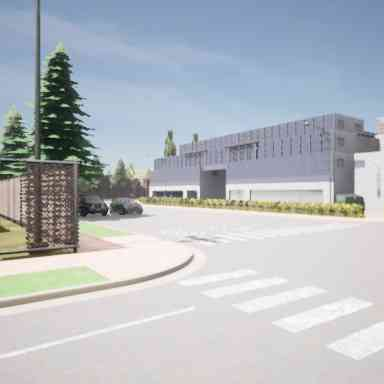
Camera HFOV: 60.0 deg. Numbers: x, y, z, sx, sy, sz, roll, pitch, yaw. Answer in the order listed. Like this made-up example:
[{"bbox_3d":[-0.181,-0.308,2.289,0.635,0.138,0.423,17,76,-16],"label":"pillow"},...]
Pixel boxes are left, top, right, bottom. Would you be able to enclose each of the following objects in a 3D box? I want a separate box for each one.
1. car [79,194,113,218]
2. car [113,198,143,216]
[{"bbox_3d":[-9.785,1.234,31.398,2.150,2.045,5.566,0,0,-35],"label":"car"},{"bbox_3d":[-6.602,1.365,32.973,2.097,1.767,4.553,0,0,-35],"label":"car"}]
